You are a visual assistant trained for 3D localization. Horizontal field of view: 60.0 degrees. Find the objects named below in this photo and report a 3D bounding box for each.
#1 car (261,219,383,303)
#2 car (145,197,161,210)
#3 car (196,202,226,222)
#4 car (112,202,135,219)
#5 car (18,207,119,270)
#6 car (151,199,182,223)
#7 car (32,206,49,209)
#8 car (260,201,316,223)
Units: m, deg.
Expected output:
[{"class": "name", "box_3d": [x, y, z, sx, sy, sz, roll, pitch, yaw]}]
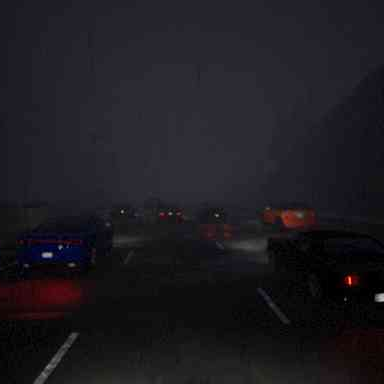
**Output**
[{"class": "car", "box_3d": [3.302, 1.595, 8.165, 1.895, 1.301, 4.718, 0, 0, -3]}, {"class": "car", "box_3d": [-4.769, 1.354, 42.043, 2.097, 1.767, 4.553, 0, 0, -11]}, {"class": "car", "box_3d": [1.481, 1.520, 26.617, 1.812, 1.442, 4.674, 0, 0, -8]}, {"class": "car", "box_3d": [-5.996, 1.569, 29.075, 1.994, 1.385, 4.181, 0, 0, -9]}, {"class": "car", "box_3d": [-3.889, 1.482, 11.075, 1.882, 1.535, 5.008, 0, 0, -3]}, {"class": "car", "box_3d": [-1.853, 1.547, 25.385, 2.033, 1.411, 5.357, 0, 0, -8]}, {"class": "car", "box_3d": [-18.909, 1.623, 40.535, 1.895, 1.301, 4.718, 0, 0, -11]}, {"class": "car", "box_3d": [5.769, 1.341, 20.597, 2.097, 1.767, 4.553, 0, 0, -6]}]
